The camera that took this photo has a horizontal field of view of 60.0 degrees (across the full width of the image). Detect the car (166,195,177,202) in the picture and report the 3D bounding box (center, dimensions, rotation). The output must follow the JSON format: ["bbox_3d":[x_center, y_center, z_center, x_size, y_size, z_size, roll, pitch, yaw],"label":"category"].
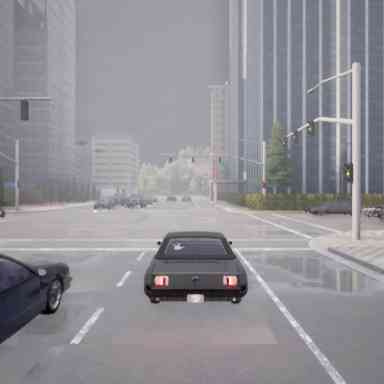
[{"bbox_3d":[-4.703,1.467,74.499,1.837,1.490,4.892,0,0,-1],"label":"car"}]

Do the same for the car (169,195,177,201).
[{"bbox_3d":[-4.868,1.486,84.667,1.812,1.442,4.674,0,0,-1],"label":"car"}]

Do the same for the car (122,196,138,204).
[{"bbox_3d":[-11.586,1.463,62.564,2.128,1.511,4.902,0,0,-1],"label":"car"}]

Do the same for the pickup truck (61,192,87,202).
[{"bbox_3d":[-24.755,1.027,69.176,2.390,2.098,6.274,0,0,30],"label":"pickup truck"}]

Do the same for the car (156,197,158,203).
[{"bbox_3d":[-8.115,1.533,67.926,1.994,1.385,4.181,0,0,0],"label":"car"}]

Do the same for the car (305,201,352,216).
[{"bbox_3d":[13.590,1.533,31.520,5.357,1.411,2.033,0,0,-3],"label":"car"}]

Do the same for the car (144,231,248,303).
[{"bbox_3d":[0.068,1.597,8.115,1.895,1.301,4.718,0,0,0],"label":"car"}]

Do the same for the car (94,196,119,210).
[{"bbox_3d":[-11.333,1.544,43.283,1.994,1.385,4.181,0,0,-1],"label":"car"}]

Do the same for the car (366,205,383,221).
[{"bbox_3d":[15.888,1.480,24.304,4.902,1.511,2.128,0,0,-1],"label":"car"}]

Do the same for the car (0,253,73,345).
[{"bbox_3d":[-3.435,1.545,4.519,2.033,1.411,5.357,0,0,0],"label":"car"}]

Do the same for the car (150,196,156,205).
[{"bbox_3d":[-8.040,1.326,57.880,2.097,1.767,4.553,0,0,-1],"label":"car"}]

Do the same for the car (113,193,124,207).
[{"bbox_3d":[-11.468,1.198,52.616,2.150,2.045,5.566,0,0,-1],"label":"car"}]

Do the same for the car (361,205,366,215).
[{"bbox_3d":[16.944,1.588,28.013,4.718,1.301,1.895,0,0,0],"label":"car"}]

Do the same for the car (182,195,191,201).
[{"bbox_3d":[-1.369,1.502,84.735,2.033,1.411,5.357,0,0,-1],"label":"car"}]

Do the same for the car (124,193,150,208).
[{"bbox_3d":[-7.912,1.200,48.130,2.150,2.045,5.566,0,0,-1],"label":"car"}]

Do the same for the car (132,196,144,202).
[{"bbox_3d":[-11.683,1.513,72.544,1.994,1.385,4.181,0,0,-1],"label":"car"}]

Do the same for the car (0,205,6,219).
[{"bbox_3d":[-16.556,1.211,24.018,5.566,2.045,2.150,0,0,0],"label":"car"}]

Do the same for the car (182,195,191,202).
[{"bbox_3d":[-1.213,1.520,74.960,1.994,1.385,4.181,0,0,-1],"label":"car"}]
